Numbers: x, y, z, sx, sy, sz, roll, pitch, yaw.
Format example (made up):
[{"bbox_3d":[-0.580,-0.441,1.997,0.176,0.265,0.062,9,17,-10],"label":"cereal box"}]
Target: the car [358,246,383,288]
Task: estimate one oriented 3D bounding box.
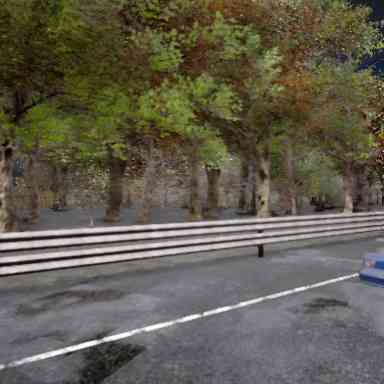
[{"bbox_3d":[6.227,1.612,8.159,5.357,1.411,2.033,0,0,-35],"label":"car"}]
